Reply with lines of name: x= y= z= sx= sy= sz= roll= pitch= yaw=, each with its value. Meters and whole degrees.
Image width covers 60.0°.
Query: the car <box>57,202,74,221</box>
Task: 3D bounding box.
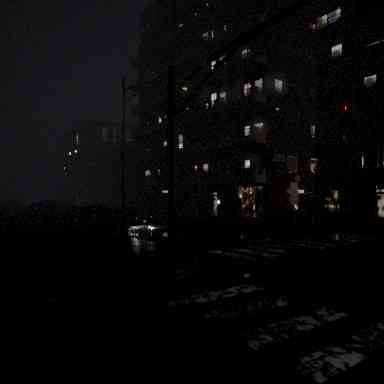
car: x=-10.668 y=1.934 z=30.669 sx=1.752 sy=1.417 sz=4.829 roll=-1 pitch=0 yaw=-35

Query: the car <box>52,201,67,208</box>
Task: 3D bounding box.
car: x=-26.582 y=2.462 z=66.582 sx=1.887 sy=1.381 sz=4.507 roll=-1 pitch=0 yaw=-35

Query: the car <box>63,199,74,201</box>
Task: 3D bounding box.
car: x=-23.382 y=2.160 z=62.086 sx=2.192 sy=1.841 sz=5.009 roll=-1 pitch=0 yaw=-35

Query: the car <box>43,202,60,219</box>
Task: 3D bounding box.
car: x=-13.973 y=2.036 z=35.306 sx=2.008 sy=1.369 sz=4.403 roll=-1 pitch=0 yaw=-35

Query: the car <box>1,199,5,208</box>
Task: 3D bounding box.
car: x=-36.416 y=2.542 z=66.803 sx=1.887 sy=1.381 sz=4.507 roll=-1 pitch=0 yaw=-35

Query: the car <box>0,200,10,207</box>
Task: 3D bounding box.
car: x=-42.730 y=2.666 z=75.663 sx=1.752 sy=1.417 sz=4.829 roll=-1 pitch=0 yaw=-35

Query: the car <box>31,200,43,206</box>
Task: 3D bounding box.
car: x=-39.398 y=2.774 z=84.568 sx=1.947 sy=1.339 sz=4.313 roll=-1 pitch=0 yaw=-35

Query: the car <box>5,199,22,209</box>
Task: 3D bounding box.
car: x=-33.212 y=2.365 z=62.304 sx=1.967 sy=1.590 sz=4.097 roll=-1 pitch=0 yaw=-35

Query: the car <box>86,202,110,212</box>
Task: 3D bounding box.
car: x=-13.765 y=2.192 z=48.596 sx=1.947 sy=1.339 sz=4.313 roll=-1 pitch=0 yaw=-35

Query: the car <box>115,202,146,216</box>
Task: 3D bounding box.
car: x=-7.457 y=2.006 z=39.741 sx=1.752 sy=1.417 sz=4.829 roll=-1 pitch=0 yaw=-35

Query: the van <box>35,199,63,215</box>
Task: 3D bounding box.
van: x=-17.183 y=1.900 z=39.807 sx=1.690 sy=1.788 sz=3.998 roll=-1 pitch=0 yaw=-35

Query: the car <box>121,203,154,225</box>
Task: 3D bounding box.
car: x=-5.113 y=1.876 z=27.308 sx=2.033 sy=1.411 sz=5.357 roll=0 pitch=-1 yaw=-35

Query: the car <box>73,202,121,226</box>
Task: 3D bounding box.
car: x=-7.563 y=1.777 z=26.308 sx=1.967 sy=1.590 sz=4.097 roll=-1 pitch=0 yaw=-35

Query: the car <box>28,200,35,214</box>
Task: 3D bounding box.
car: x=-20.387 y=2.073 z=44.306 sx=1.967 sy=1.590 sz=4.097 roll=-1 pitch=0 yaw=-35
